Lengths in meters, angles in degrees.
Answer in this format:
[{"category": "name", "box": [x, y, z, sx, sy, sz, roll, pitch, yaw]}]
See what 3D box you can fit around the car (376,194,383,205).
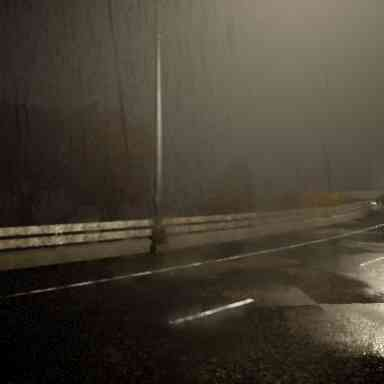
[{"category": "car", "box": [36.380, 1.355, 62.316, 2.150, 2.045, 5.566, 0, 0, 14]}]
